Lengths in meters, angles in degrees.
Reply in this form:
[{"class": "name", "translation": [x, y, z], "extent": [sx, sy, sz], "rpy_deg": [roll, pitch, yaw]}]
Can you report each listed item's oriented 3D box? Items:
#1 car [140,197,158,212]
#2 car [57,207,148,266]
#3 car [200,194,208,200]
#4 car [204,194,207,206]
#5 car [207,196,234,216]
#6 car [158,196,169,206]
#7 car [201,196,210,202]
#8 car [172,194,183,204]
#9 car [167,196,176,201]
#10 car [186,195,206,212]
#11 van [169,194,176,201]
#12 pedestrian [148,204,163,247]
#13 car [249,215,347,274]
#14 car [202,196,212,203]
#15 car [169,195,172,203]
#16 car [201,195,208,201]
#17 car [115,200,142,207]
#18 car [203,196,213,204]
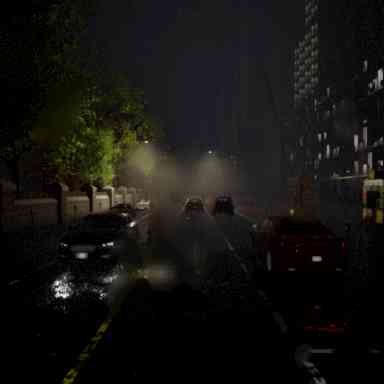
[{"class": "car", "translation": [-5.452, 1.568, 38.102], "extent": [2.008, 1.369, 4.403], "rpy_deg": [0, 0, 0]}, {"class": "car", "translation": [-3.030, 1.495, 11.646], "extent": [2.128, 1.511, 4.902], "rpy_deg": [0, 0, 0]}, {"class": "car", "translation": [3.286, 1.410, 94.369], "extent": [2.192, 1.841, 5.009], "rpy_deg": [0, 0, 0]}, {"class": "car", "translation": [3.037, 1.553, 55.114], "extent": [1.752, 1.417, 4.829], "rpy_deg": [0, 0, 0]}, {"class": "car", "translation": [2.893, 1.329, 32.415], "extent": [2.192, 1.841, 5.009], "rpy_deg": [0, 0, 0]}, {"class": "car", "translation": [-5.344, 1.468, 54.997], "extent": [1.967, 1.590, 4.097], "rpy_deg": [0, 0, 0]}, {"class": "car", "translation": [3.179, 1.608, 77.472], "extent": [1.887, 1.381, 4.507], "rpy_deg": [0, 0, 0]}, {"class": "car", "translation": [-2.658, 1.602, 63.094], "extent": [1.994, 1.385, 4.181], "rpy_deg": [0, 0, 1]}, {"class": "car", "translation": [-5.166, 1.639, 83.158], "extent": [1.947, 1.339, 4.313], "rpy_deg": [0, 0, 0]}, {"class": "car", "translation": [0.332, 1.495, 38.763], "extent": [1.882, 1.535, 5.008], "rpy_deg": [0, 0, 0]}, {"class": "van", "translation": [-5.130, 1.425, 88.790], "extent": [1.690, 1.788, 3.998], "rpy_deg": [0, 0, 0]}, {"class": "pedestrian", "translation": [-1.483, 1.298, 13.390], "extent": [0.375, 1.860, 0.375], "rpy_deg": [0, 0, -3]}, {"class": "car", "translation": [3.065, 1.481, 10.597], "extent": [1.882, 1.535, 5.008], "rpy_deg": [0, 0, 0]}, {"class": "car", "translation": [3.143, 1.618, 71.839], "extent": [1.947, 1.339, 4.313], "rpy_deg": [0, 0, 0]}, {"class": "car", "translation": [-5.308, 1.584, 60.629], "extent": [2.008, 1.369, 4.403], "rpy_deg": [0, 0, 0]}, {"class": "car", "translation": [3.252, 1.609, 88.906], "extent": [1.752, 1.417, 4.829], "rpy_deg": [0, 0, 0]}, {"class": "car", "translation": [-5.523, 1.593, 26.836], "extent": [1.802, 1.307, 4.206], "rpy_deg": [0, 0, 0]}, {"class": "car", "translation": [3.107, 1.587, 66.207], "extent": [1.887, 1.381, 4.507], "rpy_deg": [0, 0, 0]}]
